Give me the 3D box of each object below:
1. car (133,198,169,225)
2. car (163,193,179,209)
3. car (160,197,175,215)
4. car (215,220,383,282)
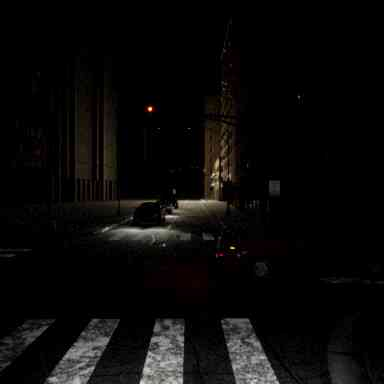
[{"bbox_3d":[-3.052,1.478,24.437,1.882,1.535,5.008,0,0,0],"label":"car"},{"bbox_3d":[-2.999,1.222,45.111,2.150,2.045,5.566,0,0,1],"label":"car"},{"bbox_3d":[-3.034,1.526,34.401,1.812,1.442,4.674,0,0,0],"label":"car"},{"bbox_3d":[2.984,1.524,9.117,4.674,1.442,1.812,0,0,0],"label":"car"}]
